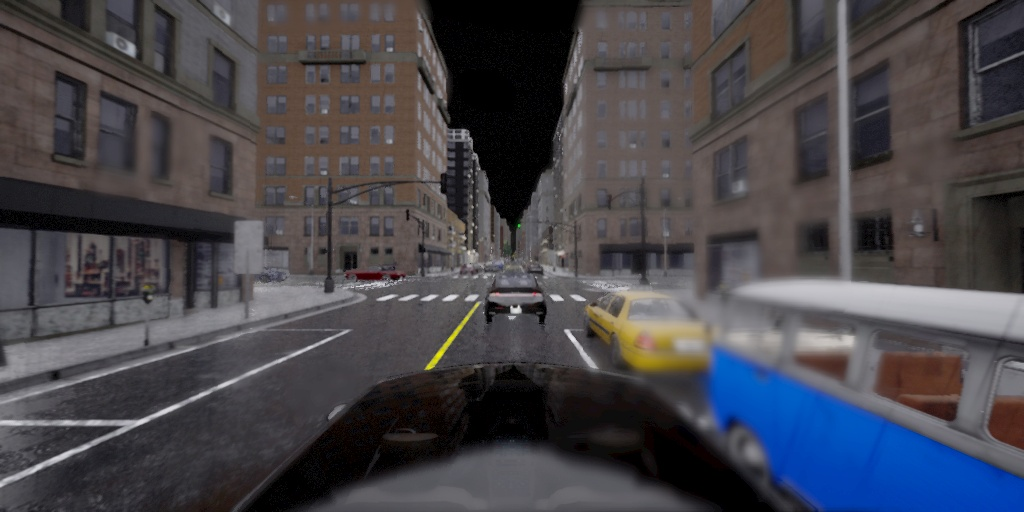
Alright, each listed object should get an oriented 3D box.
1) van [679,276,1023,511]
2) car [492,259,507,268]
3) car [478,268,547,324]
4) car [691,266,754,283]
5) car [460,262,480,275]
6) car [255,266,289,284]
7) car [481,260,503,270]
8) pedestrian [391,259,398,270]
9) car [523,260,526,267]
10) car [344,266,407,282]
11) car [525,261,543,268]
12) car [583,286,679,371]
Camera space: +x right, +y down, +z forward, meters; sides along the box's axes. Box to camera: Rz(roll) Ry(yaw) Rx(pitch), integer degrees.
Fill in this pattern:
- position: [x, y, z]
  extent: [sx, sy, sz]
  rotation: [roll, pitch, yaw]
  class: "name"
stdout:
- position: [2.669, 1.092, 1.853]
  extent: [1.690, 1.789, 3.998]
  rotation: [0, 0, 0]
  class: "van"
- position: [-2.480, 1.685, 64.176]
  extent: [1.882, 1.535, 5.008]
  rotation: [0, 0, 1]
  class: "car"
- position: [0.086, 1.321, 12.364]
  extent: [2.128, 1.511, 4.902]
  rotation: [0, 0, -1]
  class: "car"
- position: [19.405, 1.698, 33.185]
  extent: [4.674, 1.442, 1.812]
  rotation: [0, -1, 0]
  class: "car"
- position: [-5.540, 1.654, 45.294]
  extent: [1.802, 1.307, 4.207]
  rotation: [0, 0, 1]
  class: "car"
- position: [-19.250, 1.311, 26.751]
  extent: [4.674, 1.442, 1.812]
  rotation: [0, -1, 0]
  class: "car"
- position: [-2.715, 1.662, 49.063]
  extent: [1.994, 1.385, 4.181]
  rotation: [0, 0, 1]
  class: "car"
- position: [-12.356, 1.164, 37.569]
  extent: [0.375, 1.860, 0.375]
  rotation: [0, -1, 0]
  class: "pedestrian"
- position: [3.127, 1.701, 56.249]
  extent: [2.007, 1.370, 4.403]
  rotation: [0, 0, 1]
  class: "car"
- position: [-11.482, 1.502, 30.151]
  extent: [4.718, 1.301, 1.895]
  rotation: [0, -1, 5]
  class: "car"
- position: [2.986, 1.636, 45.189]
  extent: [1.948, 1.339, 4.313]
  rotation: [0, 0, 1]
  class: "car"
- position: [2.670, 1.319, 7.696]
  extent: [1.751, 1.417, 4.829]
  rotation: [0, 0, 0]
  class: "car"
